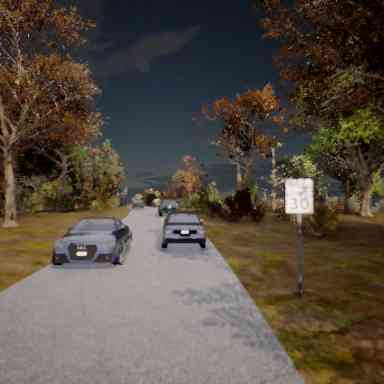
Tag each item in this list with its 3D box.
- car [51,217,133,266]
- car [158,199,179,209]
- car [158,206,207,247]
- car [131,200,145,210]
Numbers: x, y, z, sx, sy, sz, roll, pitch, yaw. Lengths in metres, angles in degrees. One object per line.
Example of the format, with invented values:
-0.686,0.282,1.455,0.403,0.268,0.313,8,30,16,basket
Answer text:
-3.201,1.558,11.388,1.994,1.385,4.181,0,0,-3,car
-2.510,1.565,35.201,2.097,1.767,4.553,1,-1,-8,car
-0.429,1.579,15.110,2.033,1.411,5.357,1,0,-4,car
-8.446,1.971,52.262,1.837,1.490,4.892,1,-1,-11,car
